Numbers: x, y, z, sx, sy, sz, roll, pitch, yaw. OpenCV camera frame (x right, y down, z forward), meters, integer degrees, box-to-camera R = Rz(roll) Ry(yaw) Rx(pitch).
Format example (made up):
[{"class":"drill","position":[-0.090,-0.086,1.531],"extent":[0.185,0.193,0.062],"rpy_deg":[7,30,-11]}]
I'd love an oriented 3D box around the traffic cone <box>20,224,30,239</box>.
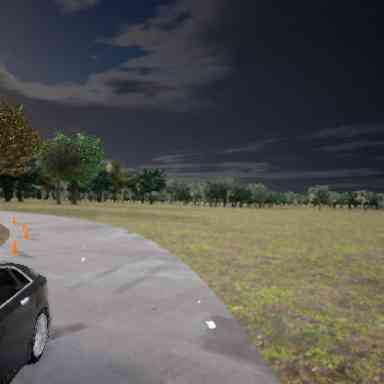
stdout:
[{"class":"traffic cone","position":[-8.408,2.062,16.842],"extent":[0.340,0.580,0.340],"rpy_deg":[1,-1,-25]}]

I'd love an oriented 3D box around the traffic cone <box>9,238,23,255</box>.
[{"class":"traffic cone","position":[-6.641,2.038,12.460],"extent":[0.340,0.580,0.340],"rpy_deg":[1,-1,-19]}]

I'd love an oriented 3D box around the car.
[{"class":"car","position":[-2.779,1.526,3.029],"extent":[1.837,1.490,4.892],"rpy_deg":[1,-1,-7]}]

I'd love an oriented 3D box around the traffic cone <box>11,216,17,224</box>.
[{"class":"traffic cone","position":[-13.327,2.081,24.894],"extent":[0.340,0.580,0.340],"rpy_deg":[1,-1,-38]}]

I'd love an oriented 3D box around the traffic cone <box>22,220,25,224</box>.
[{"class":"traffic cone","position":[-10.646,2.077,21.004],"extent":[0.340,0.580,0.340],"rpy_deg":[1,-1,-31]}]
